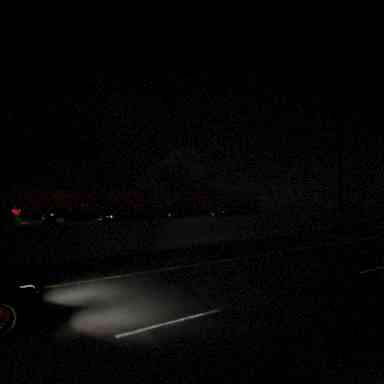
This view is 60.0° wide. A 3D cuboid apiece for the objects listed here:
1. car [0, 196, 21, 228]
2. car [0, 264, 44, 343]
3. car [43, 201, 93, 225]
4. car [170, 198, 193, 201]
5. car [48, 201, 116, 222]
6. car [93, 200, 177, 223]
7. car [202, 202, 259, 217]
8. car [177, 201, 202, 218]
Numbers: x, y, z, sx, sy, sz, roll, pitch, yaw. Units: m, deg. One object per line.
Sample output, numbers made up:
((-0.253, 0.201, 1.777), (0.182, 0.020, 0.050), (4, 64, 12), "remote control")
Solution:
((-11.863, 1.222, 16.998), (5.566, 2.045, 2.150), (0, 0, -36), "car")
((-4.653, 1.520, 4.725), (4.674, 1.442, 1.812), (0, 0, -35), "car")
((-8.053, 1.528, 23.957), (4.902, 1.511, 2.128), (0, 0, -35), "car")
((-1.636, 1.441, 32.939), (4.553, 1.767, 2.097), (0, 0, -38), "car")
((-9.068, 1.534, 27.496), (4.902, 1.511, 2.128), (0, 0, -35), "car")
((-3.817, 1.542, 22.653), (4.902, 1.511, 2.128), (0, 0, -35), "car")
((3.606, 1.588, 28.199), (4.902, 1.511, 2.128), (0, 0, -38), "car")
((-0.784, 1.682, 29.162), (4.718, 1.301, 1.895), (0, 0, -35), "car")
